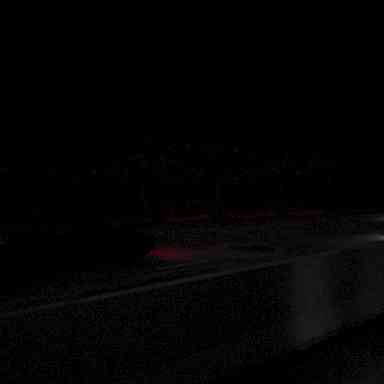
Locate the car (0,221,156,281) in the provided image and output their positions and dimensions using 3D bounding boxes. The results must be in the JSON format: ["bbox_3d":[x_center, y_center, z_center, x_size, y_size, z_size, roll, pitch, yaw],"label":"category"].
[{"bbox_3d":[-3.571,1.582,9.968,4.718,1.301,1.895,0,0,-35],"label":"car"}]
